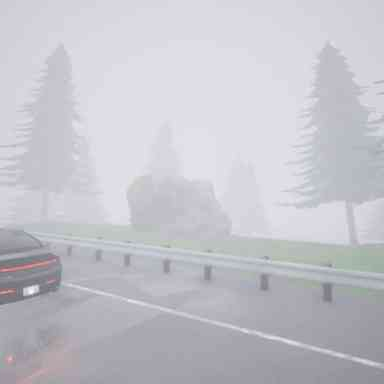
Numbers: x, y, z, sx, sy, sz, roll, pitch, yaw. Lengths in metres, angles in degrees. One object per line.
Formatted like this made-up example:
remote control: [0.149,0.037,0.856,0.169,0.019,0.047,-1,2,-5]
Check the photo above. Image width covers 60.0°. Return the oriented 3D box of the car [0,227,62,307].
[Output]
car: [-4.874,1.520,7.351,4.892,1.490,1.837,0,0,35]
